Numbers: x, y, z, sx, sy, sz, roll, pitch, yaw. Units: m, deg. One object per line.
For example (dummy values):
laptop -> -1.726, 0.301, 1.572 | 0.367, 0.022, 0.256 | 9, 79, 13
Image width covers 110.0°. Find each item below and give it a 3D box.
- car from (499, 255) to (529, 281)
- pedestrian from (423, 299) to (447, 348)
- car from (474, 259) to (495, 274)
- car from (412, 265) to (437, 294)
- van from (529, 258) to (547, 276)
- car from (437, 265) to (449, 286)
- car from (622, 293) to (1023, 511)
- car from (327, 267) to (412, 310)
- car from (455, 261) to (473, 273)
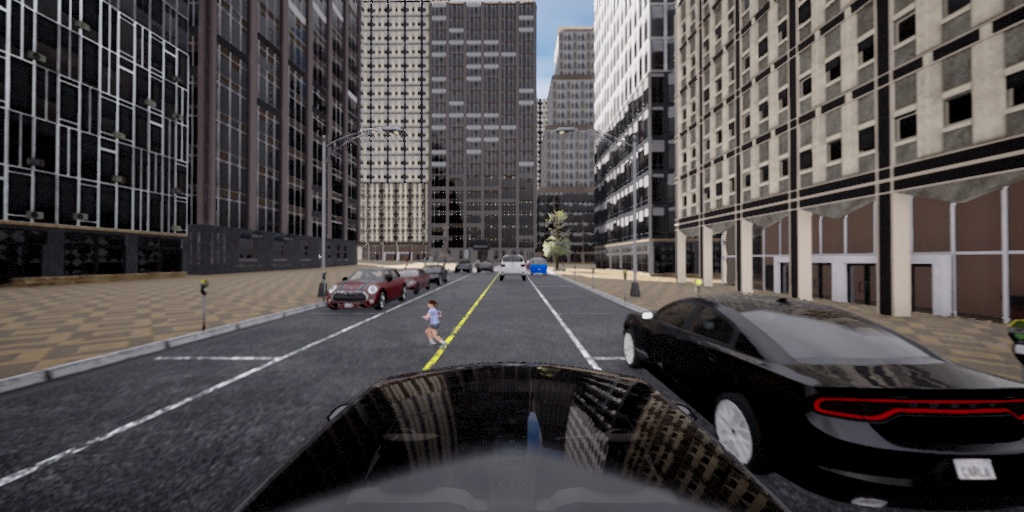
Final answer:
car -> 0.079, 0.969, 30.808 | 2.150, 2.045, 5.566 | 0, -1, 0
pedestrian -> -1.674, 1.425, 7.810 | 0.500, 1.100, 0.500 | 1, -1, 0
car -> -3.096, 1.262, 42.326 | 1.837, 1.490, 4.892 | 0, 0, 0
car -> -5.695, 1.336, 20.109 | 1.802, 1.307, 4.207 | 0, 0, 0
van -> 2.681, 1.097, 37.033 | 1.690, 1.789, 3.998 | 0, 0, 0
car -> -5.697, 1.321, 25.752 | 1.948, 1.339, 4.313 | 0, 0, 0
car -> 2.999, 1.229, 4.801 | 1.882, 1.535, 5.008 | 0, 0, 0
car -> -5.693, 1.192, 14.466 | 1.967, 1.591, 4.097 | 0, 0, 0
car -> -5.702, 1.322, 42.680 | 1.948, 1.339, 4.313 | 0, 0, 0
